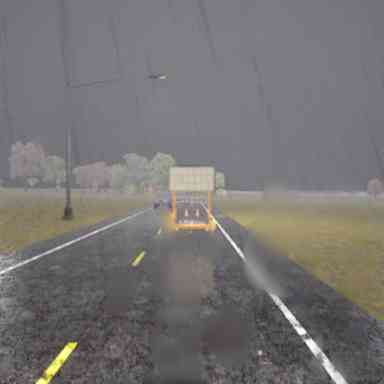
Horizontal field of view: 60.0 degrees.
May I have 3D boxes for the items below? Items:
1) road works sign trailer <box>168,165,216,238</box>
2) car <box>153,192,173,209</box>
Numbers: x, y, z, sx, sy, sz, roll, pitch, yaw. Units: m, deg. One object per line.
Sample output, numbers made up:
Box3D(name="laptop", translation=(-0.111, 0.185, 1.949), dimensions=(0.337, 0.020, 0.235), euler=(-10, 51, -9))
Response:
Box3D(name="road works sign trailer", translation=(-0.005, 0.401, 17.165), dimensions=(2.380, 3.560, 2.880), euler=(0, 0, 0))
Box3D(name="car", translation=(-3.598, 1.068, 42.230), dimensions=(2.150, 2.045, 5.566), euler=(0, 0, 0))
